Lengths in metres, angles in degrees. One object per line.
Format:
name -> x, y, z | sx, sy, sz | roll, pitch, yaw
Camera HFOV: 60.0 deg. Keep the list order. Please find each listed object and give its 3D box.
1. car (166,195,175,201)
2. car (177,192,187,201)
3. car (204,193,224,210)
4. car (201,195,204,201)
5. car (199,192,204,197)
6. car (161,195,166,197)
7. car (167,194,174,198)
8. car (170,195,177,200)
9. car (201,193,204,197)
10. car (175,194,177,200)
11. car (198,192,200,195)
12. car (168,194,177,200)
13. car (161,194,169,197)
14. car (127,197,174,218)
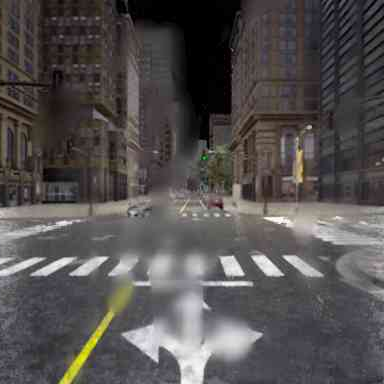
car -> -5.232, 1.418, 82.331 | 1.752, 1.417, 4.829 | 1, 0, 0
car -> -2.461, 1.420, 84.870 | 2.033, 1.411, 5.357 | 0, 0, 0
car -> 3.037, 1.317, 43.663 | 2.192, 1.841, 5.009 | 0, 0, 0
car -> 3.146, 1.540, 60.285 | 1.947, 1.339, 4.313 | 1, 0, 0
car -> 3.258, 1.358, 76.908 | 1.967, 1.590, 4.097 | 1, 0, 0
car -> -5.453, 1.546, 49.257 | 2.008, 1.369, 4.403 | 0, 0, 0
car -> -5.340, 1.274, 65.878 | 2.192, 1.841, 5.009 | 1, 0, 0
car -> -5.158, 1.412, 93.582 | 1.802, 1.307, 4.206 | 1, 0, 0
car -> 3.184, 1.484, 65.996 | 1.752, 1.417, 4.829 | 1, 0, 0
car -> -5.267, 1.358, 76.960 | 1.967, 1.590, 4.097 | 1, 0, 0
car -> 3.368, 1.395, 93.532 | 1.947, 1.339, 4.313 | 1, 0, 0
car -> -5.193, 1.303, 88.040 | 1.967, 1.590, 4.097 | 1, 0, 0
car -> -5.417, 1.531, 54.798 | 1.887, 1.381, 4.507 | 0, 0, 0
car -> -3.955, 1.559, 30.086 | 2.128, 1.511, 4.902 | 1, 1, 25
